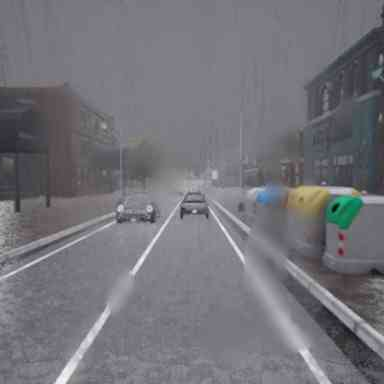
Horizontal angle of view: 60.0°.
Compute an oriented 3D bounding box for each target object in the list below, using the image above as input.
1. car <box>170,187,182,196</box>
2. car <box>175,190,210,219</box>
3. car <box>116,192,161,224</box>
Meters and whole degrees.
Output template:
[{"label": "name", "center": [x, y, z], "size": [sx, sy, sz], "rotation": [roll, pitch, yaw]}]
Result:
[{"label": "car", "center": [-2.863, -0.201, 61.416], "size": [2.097, 1.767, 4.553], "rotation": [0, 2, 1]}, {"label": "car", "center": [0.161, 0.887, 22.442], "size": [2.128, 1.511, 4.902], "rotation": [0, 2, 0]}, {"label": "car", "center": [-3.044, 0.818, 19.634], "size": [2.097, 1.767, 4.553], "rotation": [0, 2, 0]}]
